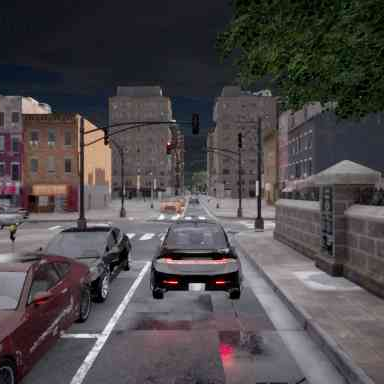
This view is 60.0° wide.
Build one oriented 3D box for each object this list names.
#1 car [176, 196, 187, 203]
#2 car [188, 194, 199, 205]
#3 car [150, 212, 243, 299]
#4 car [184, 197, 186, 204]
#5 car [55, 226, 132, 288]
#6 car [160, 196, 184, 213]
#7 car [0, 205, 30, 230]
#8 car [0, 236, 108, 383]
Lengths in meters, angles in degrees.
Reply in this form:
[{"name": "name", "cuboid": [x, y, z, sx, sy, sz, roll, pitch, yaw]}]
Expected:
[{"name": "car", "cuboid": [-2.154, 1.546, 67.005, 1.994, 1.385, 4.181, 0, 0, 0]}, {"name": "car", "cuboid": [0.360, 1.513, 60.437, 1.812, 1.442, 4.674, 0, 0, 0]}, {"name": "car", "cuboid": [0.095, 1.491, 8.406, 2.128, 1.511, 4.902, 0, 0, 0]}, {"name": "car", "cuboid": [-2.235, 1.344, 50.885, 2.097, 1.767, 4.553, 0, 0, 0]}, {"name": "car", "cuboid": [-2.627, 1.566, 8.228, 1.947, 1.339, 4.313, 0, 0, 0]}, {"name": "car", "cuboid": [-2.242, 1.346, 35.528, 2.097, 1.767, 4.553, 0, 0, 0]}, {"name": "car", "cuboid": [-13.309, 1.730, 21.142, 4.718, 1.301, 1.895, -1, 0, 0]}, {"name": "car", "cuboid": [-2.631, 1.582, 4.565, 1.802, 1.307, 4.206, 0, 0, 0]}]
